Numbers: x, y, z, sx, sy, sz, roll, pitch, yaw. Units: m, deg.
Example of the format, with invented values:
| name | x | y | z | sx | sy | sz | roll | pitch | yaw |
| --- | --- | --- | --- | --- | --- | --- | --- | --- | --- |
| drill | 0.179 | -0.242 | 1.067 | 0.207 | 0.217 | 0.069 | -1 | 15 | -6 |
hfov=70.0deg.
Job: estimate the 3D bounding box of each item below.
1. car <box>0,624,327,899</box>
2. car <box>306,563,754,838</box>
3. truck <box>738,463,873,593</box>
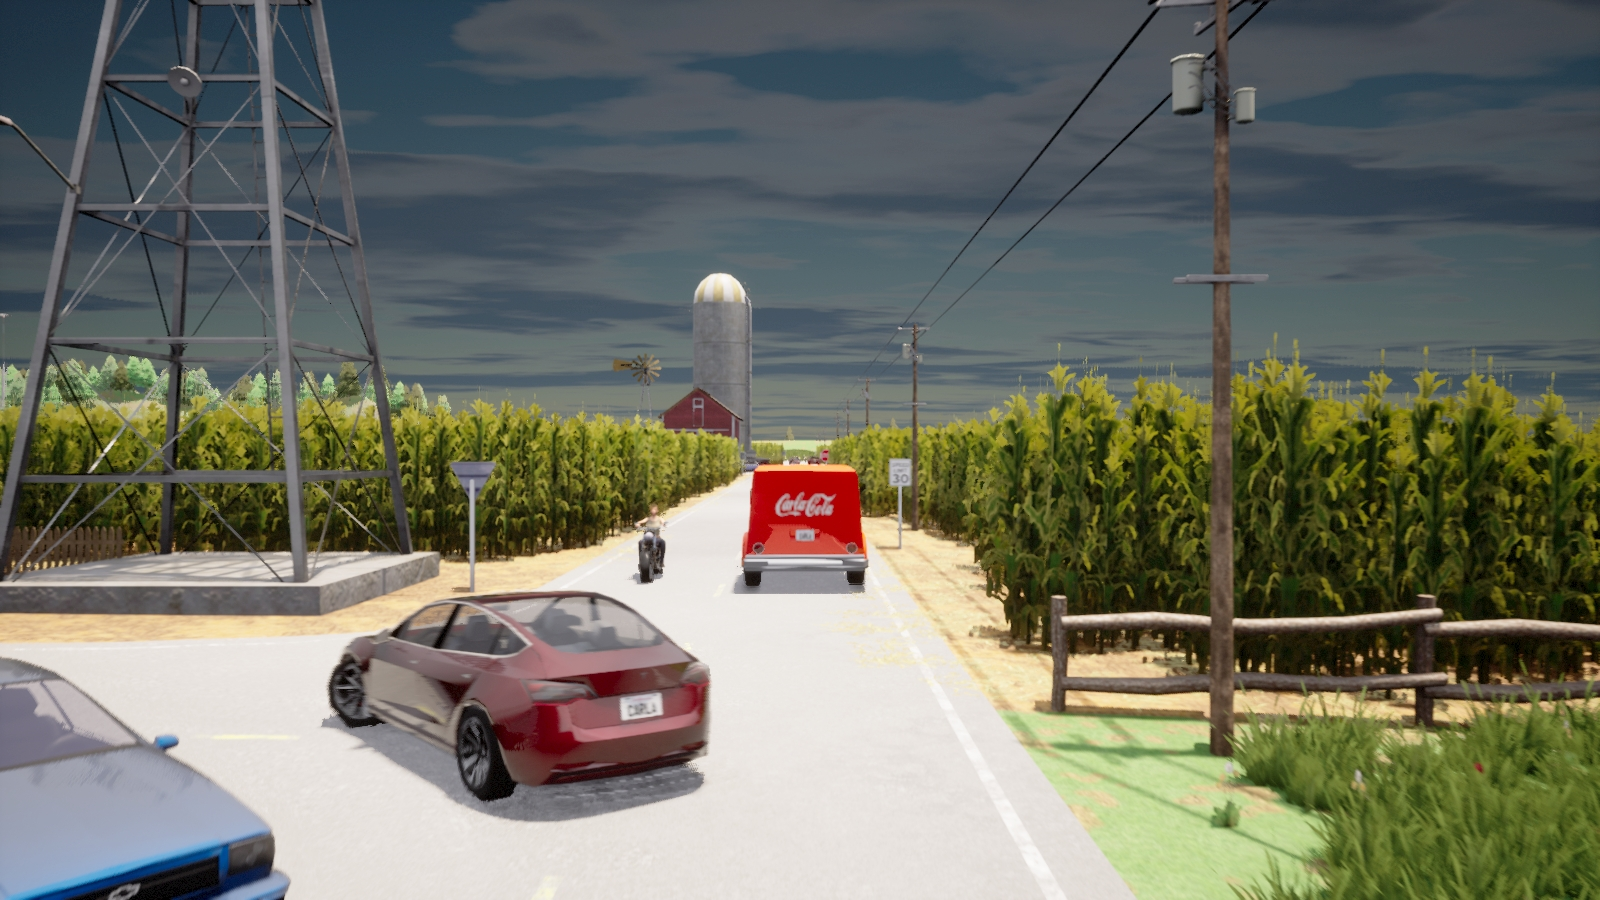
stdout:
| name | x | y | z | sx | sy | sz | roll | pitch | yaw |
| --- | --- | --- | --- | --- | --- | --- | --- | --- | --- |
| car | -5.400 | 2.076 | 7.100 | 5.357 | 1.411 | 2.033 | 0 | 0 | 36 |
| car | -2.752 | 2.040 | 10.696 | 2.163 | 1.488 | 4.792 | 2 | -1 | -39 |
| truck | 0.076 | 1.561 | 24.933 | 2.627 | 2.467 | 5.204 | 0 | 0 | -1 |
